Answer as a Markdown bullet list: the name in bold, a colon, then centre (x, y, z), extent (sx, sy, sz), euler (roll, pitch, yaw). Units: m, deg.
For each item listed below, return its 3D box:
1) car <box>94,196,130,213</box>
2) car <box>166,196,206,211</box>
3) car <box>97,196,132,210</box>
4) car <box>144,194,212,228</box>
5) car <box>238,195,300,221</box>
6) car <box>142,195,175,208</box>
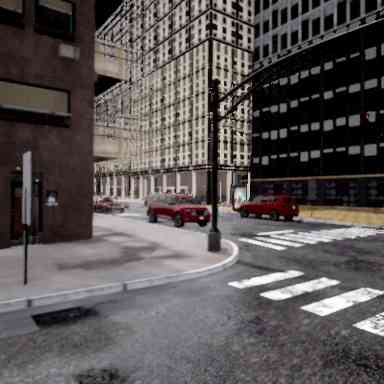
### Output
- **car**: centre (-7.458, 1.138, 29.443), extent (1.802, 1.307, 4.206), euler (2, 0, -36)
- **car**: centre (-0.715, 1.193, 34.418), extent (1.947, 1.339, 4.313), euler (2, 0, -36)
- **car**: centre (-8.202, 1.088, 34.857), extent (1.895, 1.301, 4.718), euler (1, 1, -36)
- **car**: centre (-0.933, 1.078, 20.468), extent (2.192, 1.841, 5.009), euler (2, 0, -36)
- **car**: centre (5.811, 1.150, 25.440), extent (2.192, 1.841, 5.009), euler (2, 0, -36)
- **car**: centre (-3.974, 1.089, 38.907), extent (1.947, 1.339, 4.313), euler (2, 0, -36)
